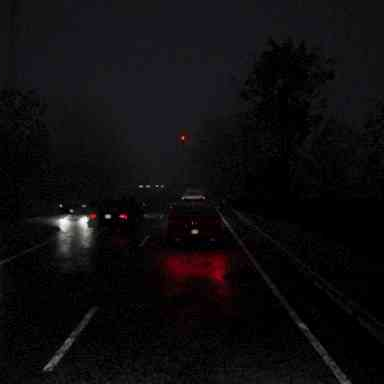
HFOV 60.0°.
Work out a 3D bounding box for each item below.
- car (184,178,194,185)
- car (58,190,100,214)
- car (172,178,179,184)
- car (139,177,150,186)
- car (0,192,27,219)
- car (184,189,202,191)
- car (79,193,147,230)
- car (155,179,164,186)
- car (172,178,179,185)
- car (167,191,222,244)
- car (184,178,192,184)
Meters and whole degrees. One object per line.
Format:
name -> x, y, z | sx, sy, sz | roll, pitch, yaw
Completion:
car -> -0.581, -2.447, 81.702 | 1.994, 1.385, 4.181 | 0, 3, -2
car -> -7.067, 0.596, 22.203 | 2.033, 1.411, 5.357 | 0, 3, 0
car -> -4.586, -3.081, 92.044 | 2.033, 1.411, 5.357 | 0, 3, -3
car -> -10.927, -2.541, 77.109 | 2.150, 2.045, 5.566 | 0, 3, -1
car -> -10.589, 0.790, 17.586 | 1.837, 1.490, 4.892 | 0, 3, 0
car -> 0.088, 0.471, 24.209 | 1.812, 1.442, 4.674 | 0, 3, 0
car -> -3.408, 0.914, 15.987 | 2.033, 1.411, 5.357 | 0, 3, 0
car -> -7.431, -2.235, 77.321 | 2.033, 1.411, 5.357 | 0, 3, -1
car -> -4.065, -2.448, 81.190 | 2.033, 1.411, 5.357 | 0, 3, -2
car -> 0.093, 0.989, 13.155 | 1.882, 1.535, 5.008 | 0, 3, 0
car -> -1.092, -3.154, 92.241 | 1.882, 1.535, 5.008 | 0, 3, -3
